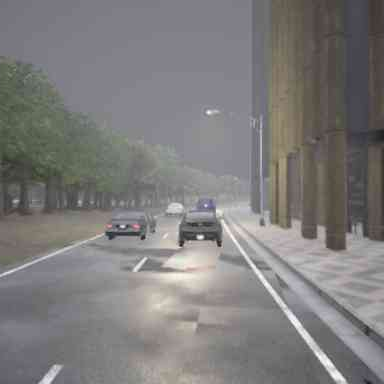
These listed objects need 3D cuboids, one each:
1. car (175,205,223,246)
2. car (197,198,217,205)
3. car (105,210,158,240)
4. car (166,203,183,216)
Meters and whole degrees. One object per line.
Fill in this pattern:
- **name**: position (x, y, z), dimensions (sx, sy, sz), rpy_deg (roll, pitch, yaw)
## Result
- **car**: position (0.409, 1.568, 15.656), dimensions (1.837, 1.490, 4.892), rpy_deg (0, -1, 2)
- **car**: position (1.748, 1.707, 39.077), dimensions (2.150, 2.045, 5.566), rpy_deg (0, -2, 5)
- **car**: position (-3.041, 1.627, 17.533), dimensions (2.033, 1.411, 5.357), rpy_deg (0, -1, 2)
- **car**: position (-1.846, 1.975, 37.953), dimensions (1.812, 1.442, 4.674), rpy_deg (0, -1, 4)
